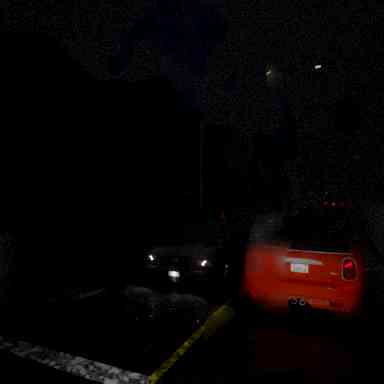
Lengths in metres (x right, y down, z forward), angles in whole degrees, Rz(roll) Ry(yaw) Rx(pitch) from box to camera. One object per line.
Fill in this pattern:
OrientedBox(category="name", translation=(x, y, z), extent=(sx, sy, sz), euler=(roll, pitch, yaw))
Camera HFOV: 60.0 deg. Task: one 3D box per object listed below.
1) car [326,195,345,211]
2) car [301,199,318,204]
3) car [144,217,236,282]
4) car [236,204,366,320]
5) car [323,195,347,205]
OrientedBox(category="car", translation=(19.214, 1.391, 44.501), extent=(2.150, 2.045, 5.566), euler=(1, 0, 24))
OrientedBox(category="car", translation=(13.286, 1.585, 38.071), extent=(1.837, 1.490, 4.892), euler=(1, -1, 25))
OrientedBox(category="car", translation=(0.676, 1.497, 10.097), extent=(2.033, 1.411, 5.357), euler=(1, 0, 24))
OrientedBox(category="car", translation=(2.734, 1.335, 7.711), extent=(2.097, 1.767, 4.553), euler=(1, 0, 24))
OrientedBox(category="car", translation=(14.970, 1.314, 34.927), extent=(2.150, 2.045, 5.566), euler=(1, 0, 25))
